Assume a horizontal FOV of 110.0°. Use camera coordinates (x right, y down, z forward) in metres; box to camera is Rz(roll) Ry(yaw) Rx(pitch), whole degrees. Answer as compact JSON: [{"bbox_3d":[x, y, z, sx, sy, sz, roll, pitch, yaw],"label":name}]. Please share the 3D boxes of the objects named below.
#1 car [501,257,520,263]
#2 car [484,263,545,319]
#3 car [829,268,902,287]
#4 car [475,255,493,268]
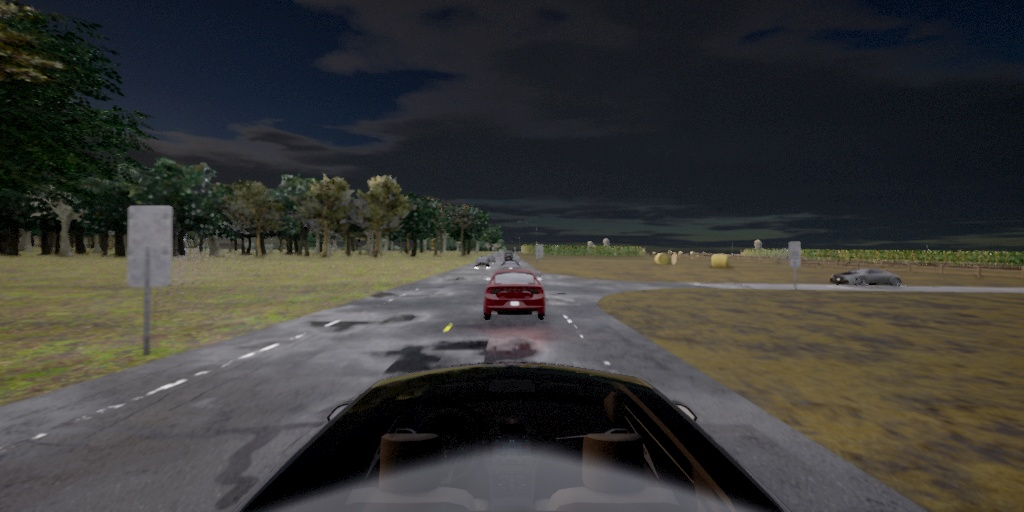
[{"bbox_3d":[-0.137,1.058,33.552,1.994,1.385,4.181,0,1,-1],"label":"car"},{"bbox_3d":[0.065,1.187,12.723,1.882,1.535,5.008,0,0,0],"label":"car"},{"bbox_3d":[26.785,1.621,27.249,4.181,1.385,1.994,1,-1,0],"label":"car"},{"bbox_3d":[-3.984,0.780,49.425,1.837,1.490,4.892,0,0,0],"label":"car"}]
